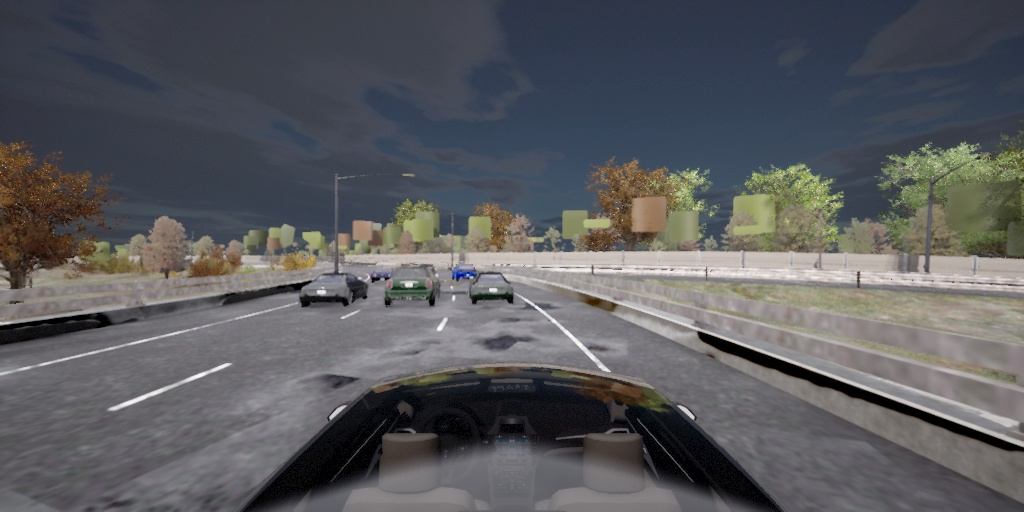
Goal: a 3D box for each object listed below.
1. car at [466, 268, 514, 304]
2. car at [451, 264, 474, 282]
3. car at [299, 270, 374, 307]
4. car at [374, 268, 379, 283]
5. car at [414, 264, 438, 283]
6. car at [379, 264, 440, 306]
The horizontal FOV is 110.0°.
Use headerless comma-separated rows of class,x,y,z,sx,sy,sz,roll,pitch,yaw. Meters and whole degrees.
car,-1.093,1.464,17.513,1.994,1.385,4.181,0,-1,-8
car,-4.531,1.531,33.570,1.882,1.535,5.008,0,0,-17
car,-8.035,1.458,16.582,1.994,1.385,4.181,0,-1,-8
car,-11.150,1.635,31.303,1.895,1.301,4.718,0,-1,-16
car,-7.845,1.551,32.449,1.837,1.490,4.892,0,0,-16
car,-4.527,1.245,16.837,2.097,1.767,4.553,0,-1,-8
